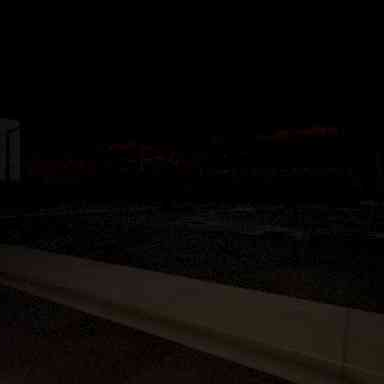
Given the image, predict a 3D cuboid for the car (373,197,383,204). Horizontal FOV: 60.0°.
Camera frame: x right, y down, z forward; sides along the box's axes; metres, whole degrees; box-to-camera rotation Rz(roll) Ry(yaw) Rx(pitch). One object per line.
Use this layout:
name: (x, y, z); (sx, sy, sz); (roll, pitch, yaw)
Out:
car: (37.527, 1.734, 65.323); (2.038, 1.542, 4.974); (1, 1, 6)

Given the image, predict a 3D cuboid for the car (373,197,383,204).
car: (37.534, 1.576, 65.374); (1.853, 1.218, 4.536); (1, 1, 6)
